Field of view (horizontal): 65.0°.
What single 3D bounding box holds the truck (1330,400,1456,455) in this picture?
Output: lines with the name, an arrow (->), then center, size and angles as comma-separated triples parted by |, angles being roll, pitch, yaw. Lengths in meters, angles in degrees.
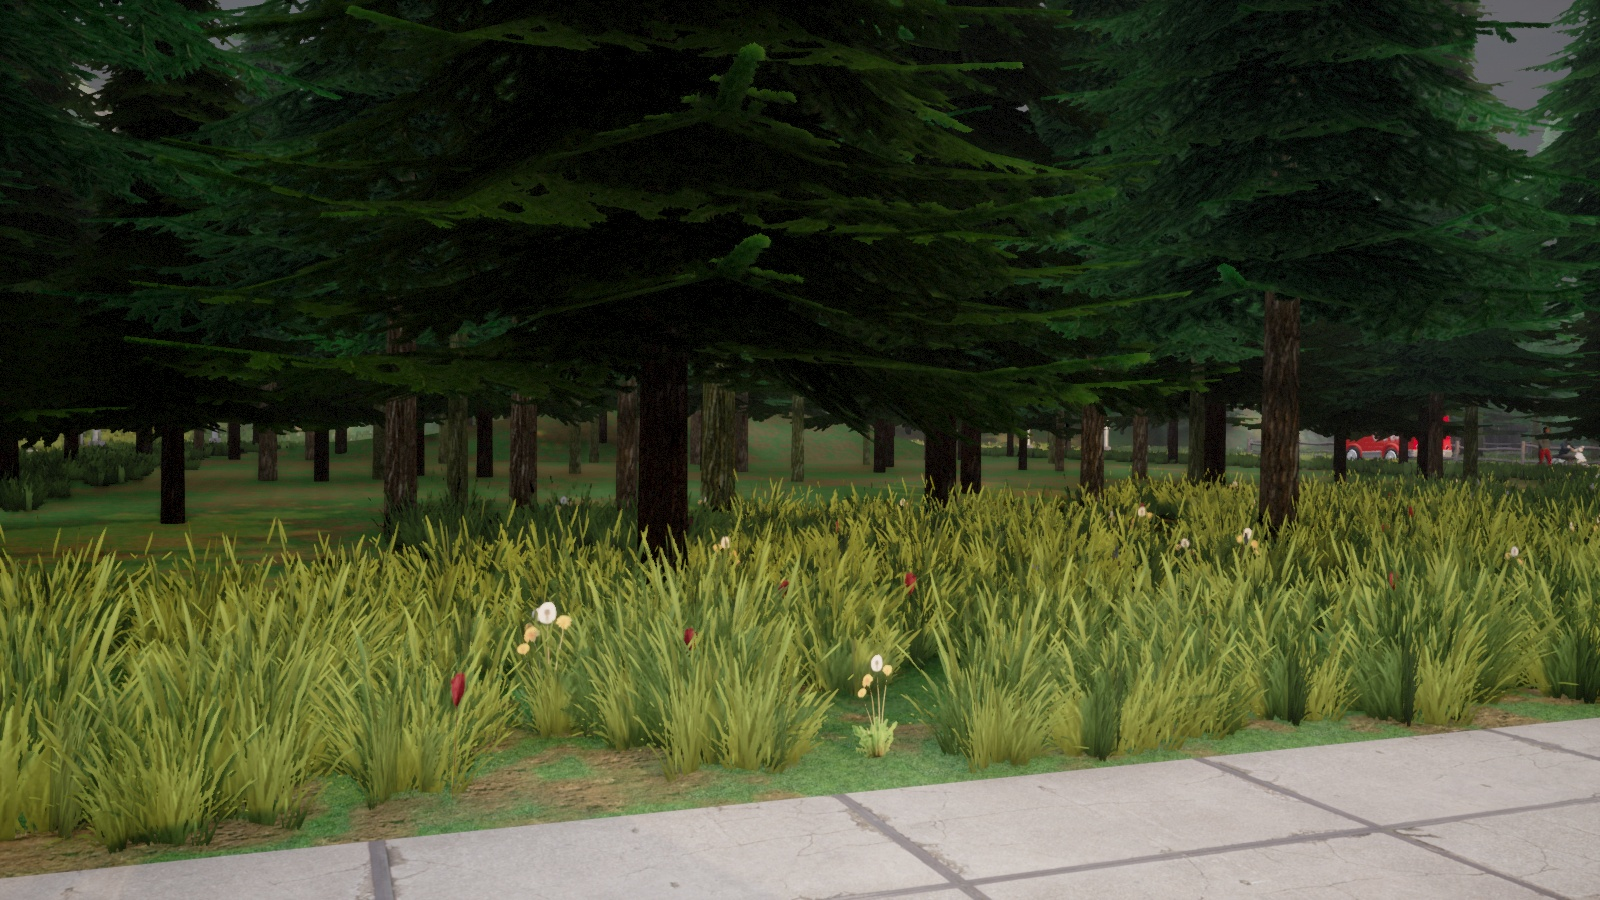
truck -> 29.096, -1.064, 61.814 | 2.627, 2.467, 5.204 | -1, -1, -20

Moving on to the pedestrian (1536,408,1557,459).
pedestrian -> 26.865, -0.592, 45.199 | 0.353, 1.847, 0.614 | -1, 1, -6

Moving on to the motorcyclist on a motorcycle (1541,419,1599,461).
motorcyclist on a motorcycle -> 29.996, -0.395, 48.882 | 0.866, 1.590, 1.817 | -1, 1, -20
